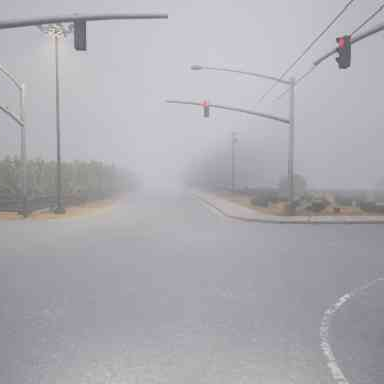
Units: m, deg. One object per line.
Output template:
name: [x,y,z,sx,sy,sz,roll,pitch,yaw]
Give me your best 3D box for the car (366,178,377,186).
car: [42.094,-2.341,77.687,1.905,1.878,3.866,10,10,41]
